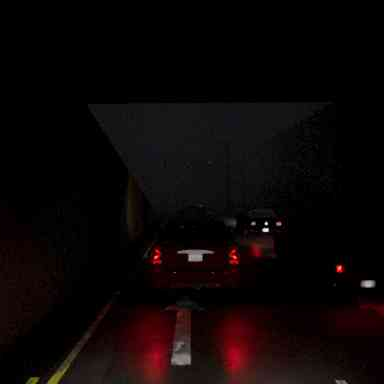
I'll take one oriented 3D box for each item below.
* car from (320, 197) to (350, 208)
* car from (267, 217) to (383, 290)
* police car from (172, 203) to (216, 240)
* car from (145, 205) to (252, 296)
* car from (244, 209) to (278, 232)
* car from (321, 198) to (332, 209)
[{"bbox_3d":[17.540,1.222,40.741,1.853,1.218,4.536,0,0,45],"label":"car"},{"bbox_3d":[3.599,1.584,8.999,1.895,1.301,4.718,0,0,0],"label":"car"},{"bbox_3d":[0.081,1.472,17.929,2.038,1.542,4.974,0,0,0],"label":"police car"},{"bbox_3d":[0.076,1.336,8.803,2.097,1.767,4.553,0,0,0],"label":"car"},{"bbox_3d":[3.585,1.568,18.378,1.895,1.301,4.718,0,0,0],"label":"car"},{"bbox_3d":[17.503,1.380,40.704,2.038,1.542,4.974,0,0,45],"label":"car"}]
